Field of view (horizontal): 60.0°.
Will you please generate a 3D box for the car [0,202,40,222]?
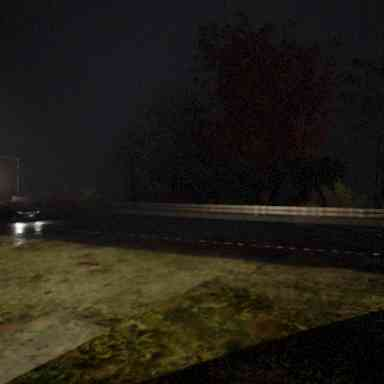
[{"bbox_3d":[-13.997,1.506,26.402,4.674,1.442,1.812,0,0,35],"label":"car"}]
